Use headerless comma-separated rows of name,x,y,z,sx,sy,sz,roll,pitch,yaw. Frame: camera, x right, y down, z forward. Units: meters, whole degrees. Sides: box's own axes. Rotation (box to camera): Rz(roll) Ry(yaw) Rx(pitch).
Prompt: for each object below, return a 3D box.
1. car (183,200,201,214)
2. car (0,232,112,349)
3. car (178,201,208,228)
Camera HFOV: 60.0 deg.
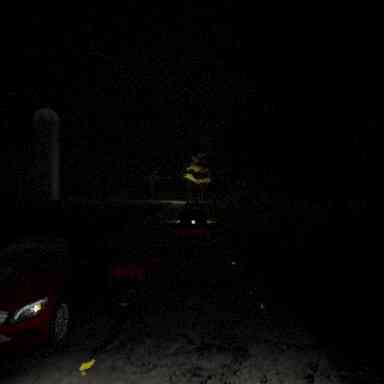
car,0.051,1.820,41.727,2.128,1.511,4.902,0,-1,0
car,-2.852,1.572,6.540,1.812,1.442,4.674,0,0,0
car,0.087,1.688,23.839,1.837,1.490,4.892,0,0,0
